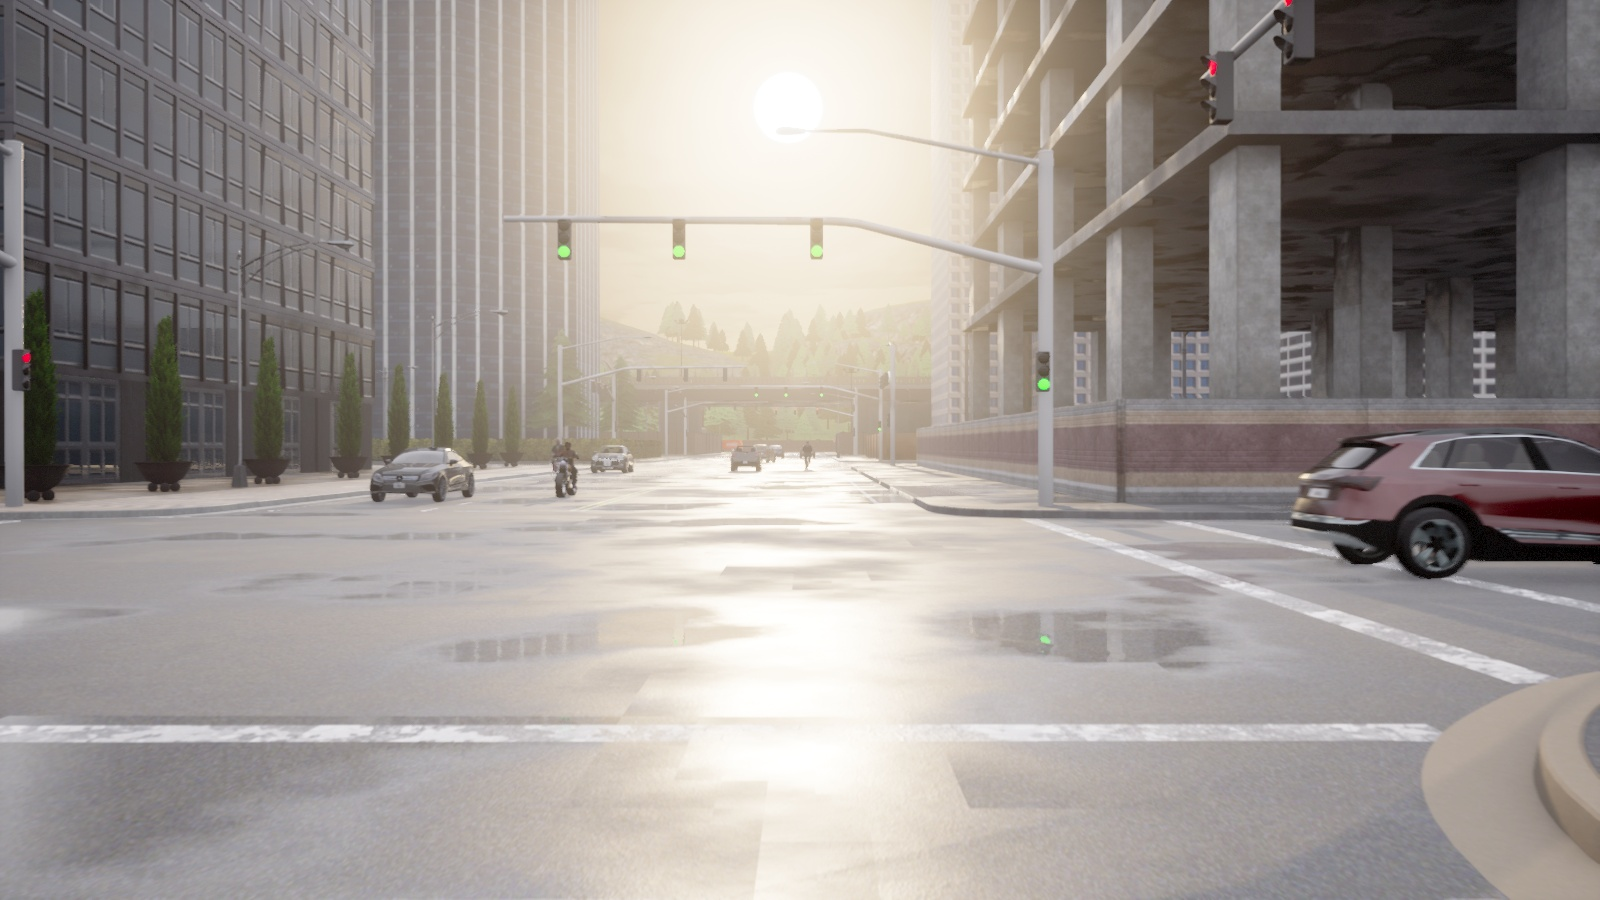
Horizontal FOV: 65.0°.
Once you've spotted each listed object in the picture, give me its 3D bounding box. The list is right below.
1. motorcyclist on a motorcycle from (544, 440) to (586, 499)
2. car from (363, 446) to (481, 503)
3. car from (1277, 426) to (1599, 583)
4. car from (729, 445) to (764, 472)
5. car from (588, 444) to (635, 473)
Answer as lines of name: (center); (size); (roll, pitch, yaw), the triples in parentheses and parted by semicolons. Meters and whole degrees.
motorcyclist on a motorcycle: (-6.773, 0.545, 36.355); (0.766, 1.649, 2.350); (0, 0, 0)
car: (-10.284, 0.625, 34.517); (1.812, 1.442, 4.674); (0, 0, 0)
car: (8.220, 0.569, 14.214); (4.856, 1.649, 2.033); (0, 0, 0)
car: (-3.064, 0.467, 72.127); (1.845, 1.501, 3.633); (0, 0, 0)
car: (-10.091, 0.431, 67.454); (1.970, 1.475, 3.806); (0, 0, 0)
